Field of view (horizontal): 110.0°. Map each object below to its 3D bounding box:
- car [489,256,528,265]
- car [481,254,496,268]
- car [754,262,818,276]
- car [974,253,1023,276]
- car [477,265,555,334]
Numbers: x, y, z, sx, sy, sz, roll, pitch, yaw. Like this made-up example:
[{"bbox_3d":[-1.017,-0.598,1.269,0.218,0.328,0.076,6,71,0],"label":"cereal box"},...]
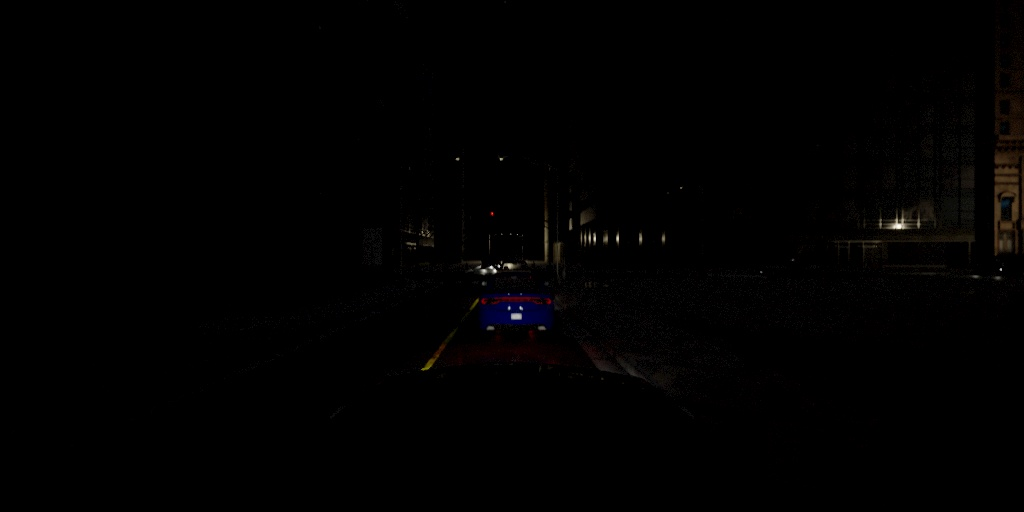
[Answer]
[{"bbox_3d":[0.152,1.021,19.323,2.097,1.767,4.553,0,0,2],"label":"car"},{"bbox_3d":[-3.107,0.765,50.140,2.150,2.045,5.566,0,0,-2],"label":"car"},{"bbox_3d":[25.406,1.206,33.352,4.718,1.301,1.895,0,0,0],"label":"car"},{"bbox_3d":[46.630,0.783,33.273,5.566,2.045,2.150,0,0,0],"label":"car"},{"bbox_3d":[0.099,1.186,10.455,1.882,1.535,5.008,0,0,0],"label":"car"}]
